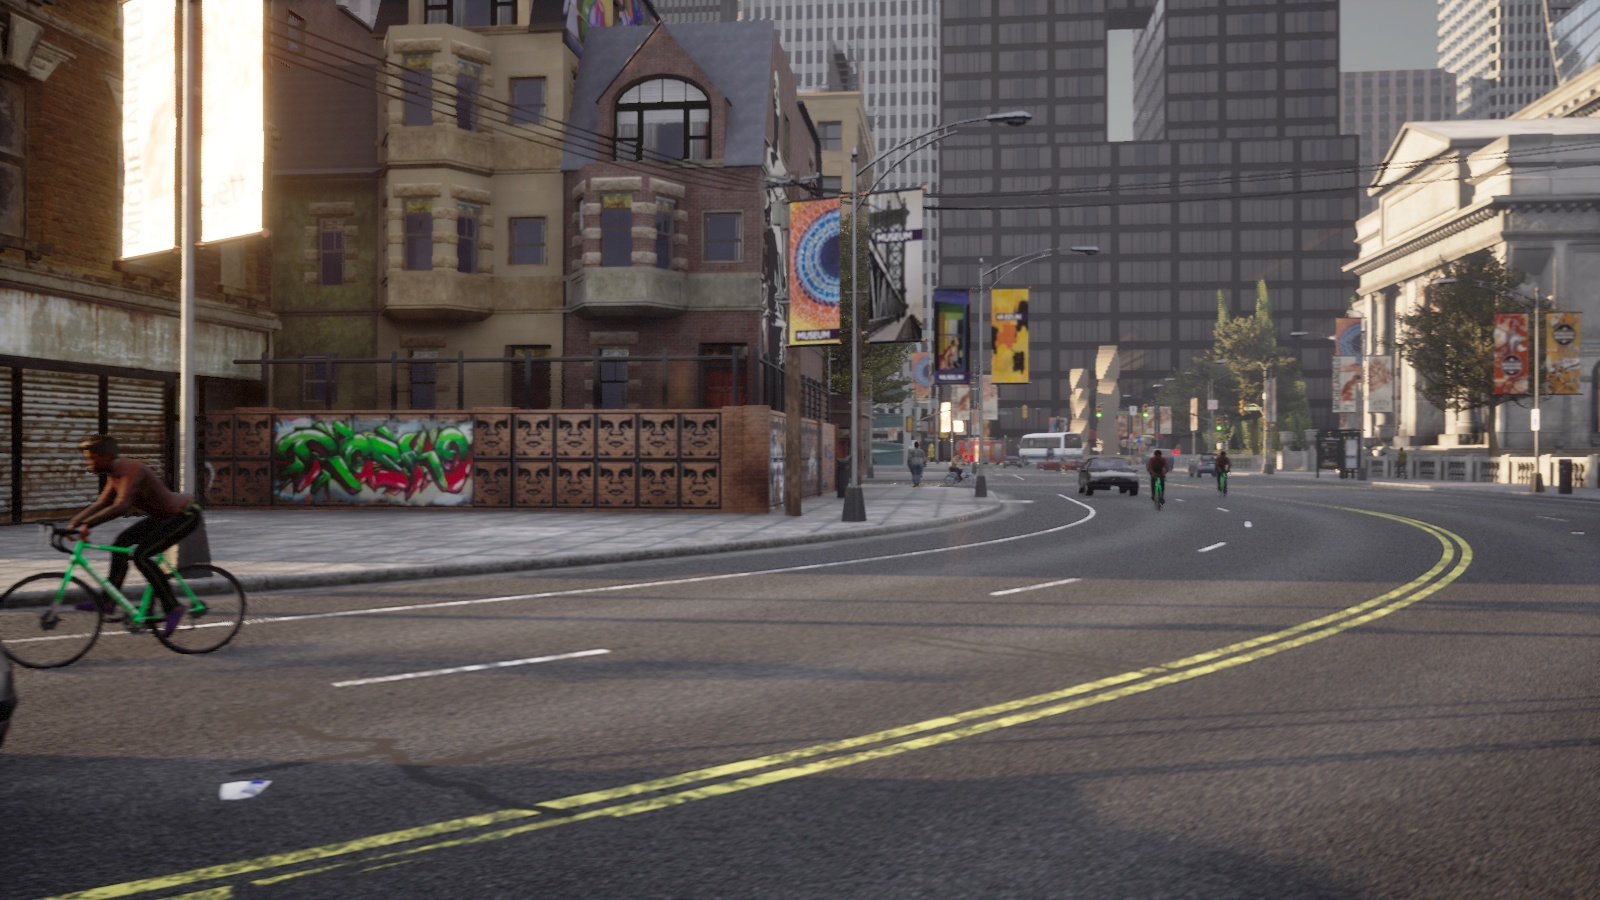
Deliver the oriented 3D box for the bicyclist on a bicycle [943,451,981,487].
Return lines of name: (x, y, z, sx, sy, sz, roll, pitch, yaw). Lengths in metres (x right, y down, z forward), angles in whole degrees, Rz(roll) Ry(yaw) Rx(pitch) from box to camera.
bicyclist on a bicycle: (7.465, 0.854, 57.763, 1.509, 1.612, 0.866, 0, 1, 31)

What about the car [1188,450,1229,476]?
car: (26.808, 0.845, 82.559, 1.851, 1.617, 3.988, 0, 0, 8)

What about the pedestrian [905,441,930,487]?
pedestrian: (4.729, 0.557, 50.493, 0.874, 1.855, 0.900, 0, 0, -2)

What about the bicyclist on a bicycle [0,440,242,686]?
bicyclist on a bicycle: (-4.926, 0.741, 8.908, 1.656, 1.620, 0.582, 0, 0, -40)

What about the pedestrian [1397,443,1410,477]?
pedestrian: (33.170, 0.541, 68.997, 0.370, 1.835, 0.726, 0, 0, -1)

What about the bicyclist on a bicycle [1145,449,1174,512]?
bicyclist on a bicycle: (9.413, 0.782, 32.906, 0.582, 1.620, 1.656, -1, 0, 12)

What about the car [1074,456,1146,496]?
car: (11.443, 0.917, 46.652, 2.033, 1.411, 5.357, 0, 0, 8)
